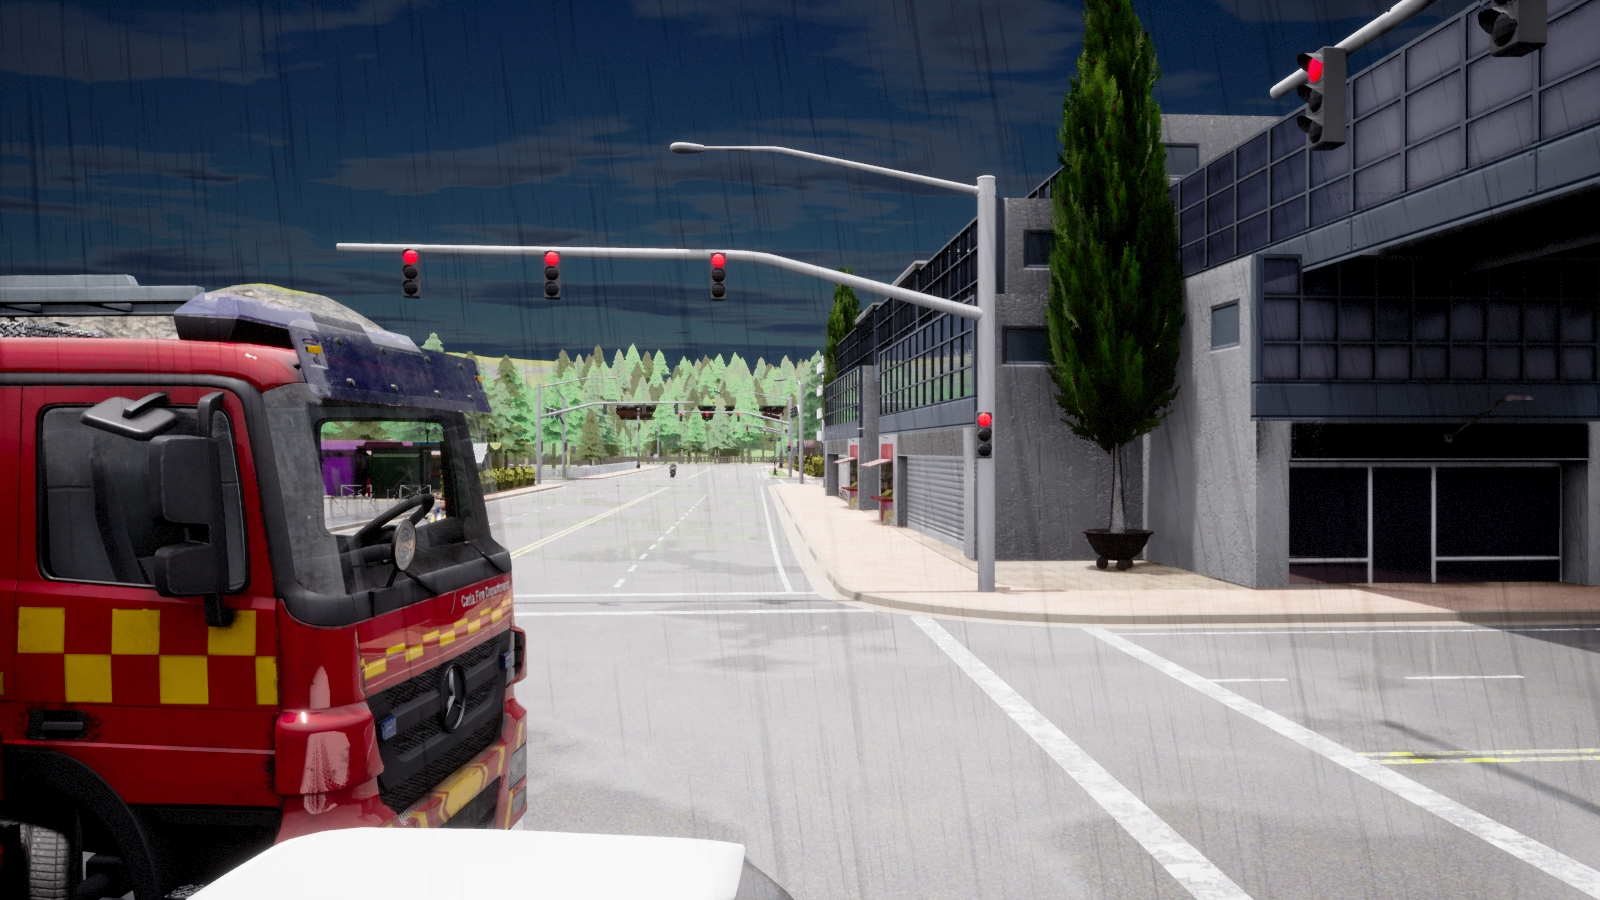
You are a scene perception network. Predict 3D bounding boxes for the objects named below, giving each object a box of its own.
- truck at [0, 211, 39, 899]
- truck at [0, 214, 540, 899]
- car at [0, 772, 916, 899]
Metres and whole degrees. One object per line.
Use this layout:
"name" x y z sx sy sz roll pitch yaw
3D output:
"truck" -7.587 0.890 3.490 8.468 3.827 2.891 0 0 -3
"truck" -6.102 0.890 6.659 8.468 3.827 2.891 0 0 4
"car" -1.549 2.065 3.579 3.806 1.475 1.970 0 0 5
